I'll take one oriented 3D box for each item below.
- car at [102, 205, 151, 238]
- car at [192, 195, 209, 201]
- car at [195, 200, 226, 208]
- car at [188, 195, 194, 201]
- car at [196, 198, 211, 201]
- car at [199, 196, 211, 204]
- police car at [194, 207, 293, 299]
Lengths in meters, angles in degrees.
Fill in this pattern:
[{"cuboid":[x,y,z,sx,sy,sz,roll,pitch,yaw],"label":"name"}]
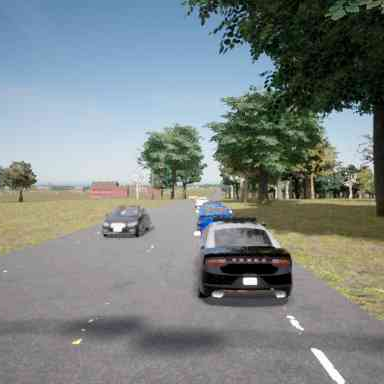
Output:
[{"cuboid":[-3.389,1.470,17.828,2.128,1.511,4.902,0,0,1],"label":"car"},{"cuboid":[1.451,1.462,46.215,1.812,1.442,4.674,0,0,4],"label":"car"},{"cuboid":[1.253,1.458,18.491,1.882,1.535,5.008,0,0,1],"label":"car"},{"cuboid":[0.247,1.353,76.124,1.882,1.535,5.008,0,0,5],"label":"car"},{"cuboid":[1.419,1.477,24.465,1.837,1.490,4.892,0,0,2],"label":"car"},{"cuboid":[2.456,1.510,61.276,1.895,1.301,4.718,0,0,5],"label":"car"},{"cuboid":[1.085,1.419,8.639,1.930,1.638,5.238,0,0,1],"label":"police car"}]
